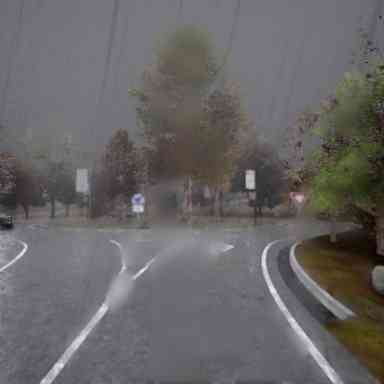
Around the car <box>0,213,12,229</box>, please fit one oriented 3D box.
[{"bbox_3d":[-17.105,2.518,29.288,2.033,1.411,5.357,1,-3,-33],"label":"car"}]

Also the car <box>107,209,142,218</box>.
[{"bbox_3d":[-10.674,3.363,53.067,5.357,1.411,2.033,1,-3,-25],"label":"car"}]
